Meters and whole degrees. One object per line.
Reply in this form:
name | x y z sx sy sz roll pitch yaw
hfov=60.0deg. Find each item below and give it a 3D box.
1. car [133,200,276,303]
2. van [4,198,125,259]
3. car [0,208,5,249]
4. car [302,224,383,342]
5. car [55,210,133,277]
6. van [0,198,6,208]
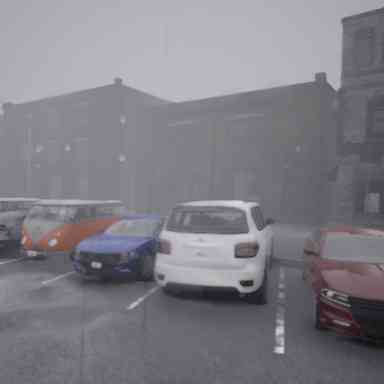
car | 0.872 1.229 8.512 2.435 2.045 5.566 0 -1 15
van | -4.052 1.248 11.865 1.878 1.987 4.442 1 -1 15
car | -6.475 1.503 13.754 2.163 1.488 4.792 0 -1 15
car | 3.314 1.482 6.738 2.097 1.535 5.008 1 -1 16
car | -1.577 1.478 10.231 2.097 1.535 5.008 1 -1 16
van | -8.961 1.243 15.358 1.878 1.987 4.442 1 -1 15
